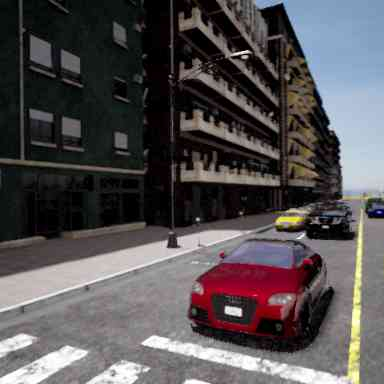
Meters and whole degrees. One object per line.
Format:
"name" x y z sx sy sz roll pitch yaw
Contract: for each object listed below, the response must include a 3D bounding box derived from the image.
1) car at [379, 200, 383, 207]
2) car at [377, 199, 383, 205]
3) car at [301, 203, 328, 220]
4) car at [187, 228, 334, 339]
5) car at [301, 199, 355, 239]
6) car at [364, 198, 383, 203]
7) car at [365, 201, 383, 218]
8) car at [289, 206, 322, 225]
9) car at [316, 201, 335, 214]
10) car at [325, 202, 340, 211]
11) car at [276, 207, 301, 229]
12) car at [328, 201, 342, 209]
"car" 40.714 2.328 70.368 1.752 1.417 4.829 -2 -1 27
"car" 45.824 2.463 80.317 1.887 1.381 4.507 -2 -1 27
"car" 12.458 1.913 33.664 1.967 1.590 4.097 -2 -1 27
"car" 1.612 1.713 7.002 1.994 1.385 4.181 -1 -1 29
"car" 8.177 1.513 19.683 2.150 2.045 5.566 -1 -1 27
"car" 23.924 1.745 43.555 2.150 2.045 5.566 -1 -1 27
"car" 19.439 1.987 34.690 1.994 1.385 4.181 -1 -1 27
"car" 9.834 1.968 28.629 2.008 1.369 4.403 -2 -1 27
"car" 17.626 2.028 43.774 1.967 1.590 4.097 -2 -1 27
"car" 22.821 2.268 53.869 1.947 1.339 4.313 -2 -1 27
"car" 7.115 1.885 23.452 1.752 1.417 4.829 -2 -1 27
"car" 25.415 2.305 58.919 1.887 1.381 4.507 -2 -1 27
